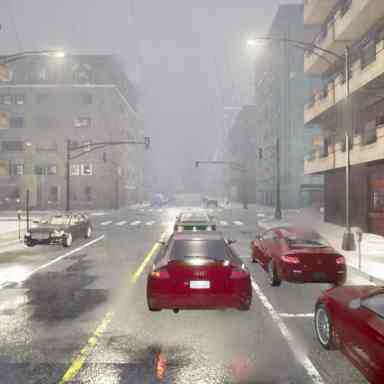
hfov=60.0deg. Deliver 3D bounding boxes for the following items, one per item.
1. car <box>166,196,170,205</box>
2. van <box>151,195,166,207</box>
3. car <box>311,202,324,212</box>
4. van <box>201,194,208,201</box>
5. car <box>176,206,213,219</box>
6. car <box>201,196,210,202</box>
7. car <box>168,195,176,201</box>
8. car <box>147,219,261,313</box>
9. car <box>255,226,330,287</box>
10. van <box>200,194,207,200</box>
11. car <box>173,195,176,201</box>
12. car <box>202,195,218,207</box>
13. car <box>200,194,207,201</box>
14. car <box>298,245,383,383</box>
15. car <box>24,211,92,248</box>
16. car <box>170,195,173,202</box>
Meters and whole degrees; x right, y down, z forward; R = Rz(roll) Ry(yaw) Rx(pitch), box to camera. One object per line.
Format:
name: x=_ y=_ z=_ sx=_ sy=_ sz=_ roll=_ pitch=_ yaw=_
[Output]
car: x=-5.419 y=1.574 z=58.473 sx=1.947 sy=1.339 sz=4.313 roll=1 pitch=0 yaw=0
van: x=-5.533 y=1.349 z=52.811 sx=1.690 sy=1.788 sz=3.998 roll=1 pitch=0 yaw=0
car: x=15.584 y=1.518 z=36.901 sx=4.507 sy=1.381 sz=1.887 roll=0 pitch=-1 yaw=1
van: x=3.173 y=1.349 z=86.739 sx=1.690 sy=1.788 sz=3.998 roll=1 pitch=0 yaw=0
car: x=0.119 y=1.604 z=16.560 sx=1.895 sy=1.301 sz=4.718 roll=0 pitch=0 yaw=0
car: x=3.085 y=1.590 z=75.399 sx=1.802 sy=1.307 sz=4.206 roll=1 pitch=0 yaw=0
car: x=-5.210 y=1.554 z=86.826 sx=1.887 sy=1.381 sz=4.507 roll=1 pitch=0 yaw=0
car: x=0.114 y=1.566 z=7.743 sx=1.994 sy=1.385 sz=4.181 roll=0 pitch=0 yaw=-1
car: x=2.676 y=1.584 z=9.019 sx=1.802 sy=1.307 sz=4.206 roll=1 pitch=0 yaw=0
van: x=3.215 y=1.350 z=92.409 sx=1.690 sy=1.788 sz=3.998 roll=1 pitch=0 yaw=0
car: x=-5.294 y=1.575 z=75.485 sx=1.947 sy=1.339 sz=4.313 roll=1 pitch=0 yaw=0
car: x=3.014 y=1.558 z=51.141 sx=2.008 sy=1.369 sz=4.403 roll=1 pitch=0 yaw=0
car: x=3.044 y=1.558 z=69.729 sx=2.008 sy=1.369 sz=4.403 roll=1 pitch=0 yaw=0
car: x=2.671 y=1.583 z=3.348 sx=1.802 sy=1.307 sz=4.206 roll=1 pitch=0 yaw=0
car: x=-5.755 y=1.554 z=14.766 sx=2.008 sy=1.369 sz=4.403 roll=1 pitch=0 yaw=0
car: x=-5.376 y=1.448 z=64.144 sx=1.967 sy=1.590 sz=4.097 roll=1 pitch=0 yaw=0
